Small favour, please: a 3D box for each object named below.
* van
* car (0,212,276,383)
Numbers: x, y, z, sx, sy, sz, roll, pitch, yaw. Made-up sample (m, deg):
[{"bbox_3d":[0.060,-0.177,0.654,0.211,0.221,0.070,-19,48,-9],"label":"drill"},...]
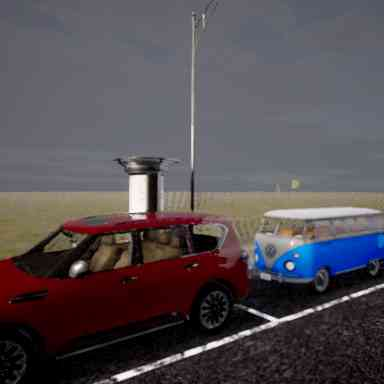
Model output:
[{"bbox_3d":[3.319,1.308,8.453,3.998,1.788,1.690,0,1,-35],"label":"van"},{"bbox_3d":[-1.283,1.307,5.170,5.009,1.841,2.192,0,1,-35],"label":"car"}]
